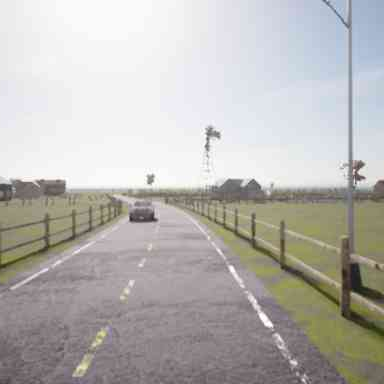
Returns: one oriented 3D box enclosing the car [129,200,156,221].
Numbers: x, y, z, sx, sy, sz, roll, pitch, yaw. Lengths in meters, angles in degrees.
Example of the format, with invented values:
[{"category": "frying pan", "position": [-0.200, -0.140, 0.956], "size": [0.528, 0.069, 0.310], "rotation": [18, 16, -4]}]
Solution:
[{"category": "car", "position": [-4.213, 1.468, 28.655], "size": [2.097, 1.767, 4.553], "rotation": [0, 0, -5]}]
